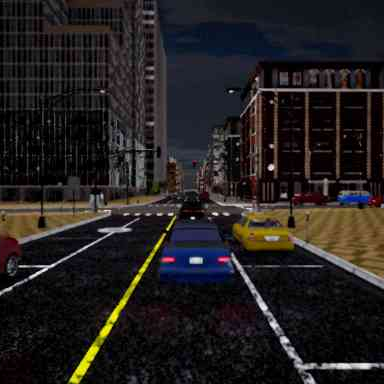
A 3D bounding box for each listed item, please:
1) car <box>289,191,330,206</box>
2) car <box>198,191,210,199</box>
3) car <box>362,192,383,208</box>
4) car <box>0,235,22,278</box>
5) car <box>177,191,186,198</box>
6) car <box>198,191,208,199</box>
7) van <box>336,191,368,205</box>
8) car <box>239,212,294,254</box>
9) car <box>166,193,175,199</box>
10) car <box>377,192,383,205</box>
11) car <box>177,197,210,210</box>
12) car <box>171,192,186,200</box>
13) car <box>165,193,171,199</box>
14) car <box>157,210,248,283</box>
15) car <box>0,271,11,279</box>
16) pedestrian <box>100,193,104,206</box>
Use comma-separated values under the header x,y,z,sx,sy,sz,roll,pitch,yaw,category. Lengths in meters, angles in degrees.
x,y,z,sx,sy,sz,roll,pitch,yaw,category
15.288,0.799,43.142,5.009,1.841,2.192,-1,1,-1,car
2.523,0.856,67.591,2.192,1.841,5.009,0,0,0,car
21.059,1.027,35.331,4.507,1.381,1.887,-1,1,-1,car
-5.319,1.531,7.214,1.802,1.307,4.206,0,0,0,car
-2.803,0.691,87.661,2.097,1.767,4.553,0,0,0,car
2.516,0.781,78.777,2.192,1.841,5.009,0,0,0,car
20.944,0.754,43.205,3.998,1.788,1.690,-1,1,-1,van
2.557,1.436,12.947,1.752,1.417,4.829,0,0,0,car
-5.367,0.973,84.366,1.887,1.381,4.507,0,0,0,car
26.601,0.783,43.270,4.097,1.590,1.967,-1,1,-1,car
0.070,1.348,22.835,1.837,1.490,4.892,0,0,0,car
-2.793,1.041,71.238,2.128,1.511,4.902,0,0,0,car
-5.364,1.016,78.774,2.008,1.369,4.403,0,0,0,car
0.090,1.481,9.540,2.033,1.411,5.357,0,0,0,car
-2.849,1.542,0.643,2.033,1.411,5.357,0,0,0,car
-12.375,0.956,45.772,0.375,1.860,0.375,0,1,-1,pedestrian
